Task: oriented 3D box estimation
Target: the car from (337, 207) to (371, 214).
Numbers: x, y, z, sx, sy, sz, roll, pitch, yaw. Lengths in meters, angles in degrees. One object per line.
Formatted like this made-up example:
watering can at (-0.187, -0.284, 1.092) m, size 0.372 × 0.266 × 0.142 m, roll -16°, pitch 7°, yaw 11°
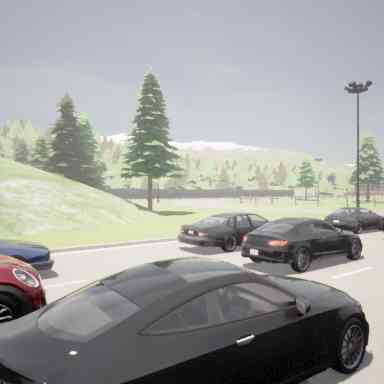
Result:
car at (9.474, 1.564, 19.267) m, size 4.181 × 1.385 × 1.994 m, roll 0°, pitch 0°, yaw -36°

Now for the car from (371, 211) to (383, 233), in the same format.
car at (11.119, 1.492, 16.138) m, size 4.902 × 1.511 × 2.128 m, roll 0°, pitch 0°, yaw -36°

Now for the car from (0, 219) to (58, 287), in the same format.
car at (-6.246, 1.547, 7.879) m, size 5.357 × 1.411 × 2.033 m, roll 0°, pitch 0°, yaw -36°

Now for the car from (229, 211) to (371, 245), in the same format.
car at (3.608, 1.526, 10.709) m, size 4.674 × 1.442 × 1.812 m, roll 0°, pitch 0°, yaw -36°

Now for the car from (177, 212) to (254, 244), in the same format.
car at (1.990, 1.547, 13.845) m, size 5.357 × 1.411 × 2.033 m, roll 0°, pitch 0°, yaw -36°

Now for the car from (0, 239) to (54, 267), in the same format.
car at (-4.584, 1.352, 4.760) m, size 4.553 × 1.767 × 2.097 m, roll 0°, pitch 0°, yaw -36°

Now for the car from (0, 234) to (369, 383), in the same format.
car at (0.202, 1.526, 3.909) m, size 4.674 × 1.442 × 1.812 m, roll 0°, pitch 0°, yaw -36°
